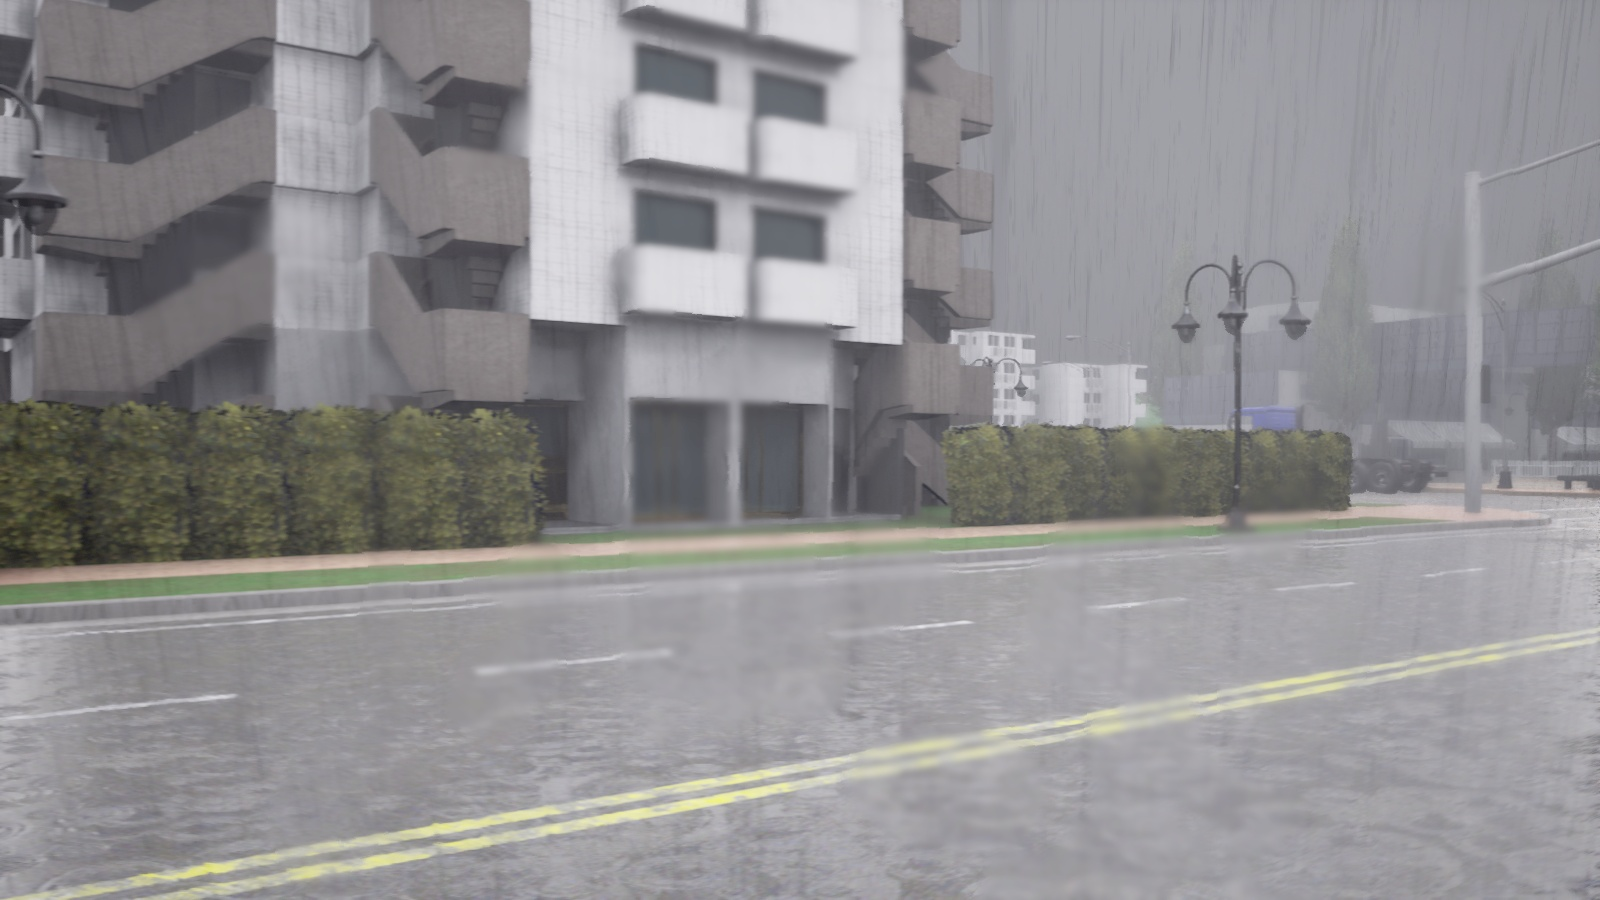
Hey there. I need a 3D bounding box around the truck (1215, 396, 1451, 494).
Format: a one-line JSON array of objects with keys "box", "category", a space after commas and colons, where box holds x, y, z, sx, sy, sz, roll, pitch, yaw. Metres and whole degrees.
[{"box": [20.421, -0.161, 48.565, 2.891, 3.462, 7.936, 0, 0, -40], "category": "truck"}]
